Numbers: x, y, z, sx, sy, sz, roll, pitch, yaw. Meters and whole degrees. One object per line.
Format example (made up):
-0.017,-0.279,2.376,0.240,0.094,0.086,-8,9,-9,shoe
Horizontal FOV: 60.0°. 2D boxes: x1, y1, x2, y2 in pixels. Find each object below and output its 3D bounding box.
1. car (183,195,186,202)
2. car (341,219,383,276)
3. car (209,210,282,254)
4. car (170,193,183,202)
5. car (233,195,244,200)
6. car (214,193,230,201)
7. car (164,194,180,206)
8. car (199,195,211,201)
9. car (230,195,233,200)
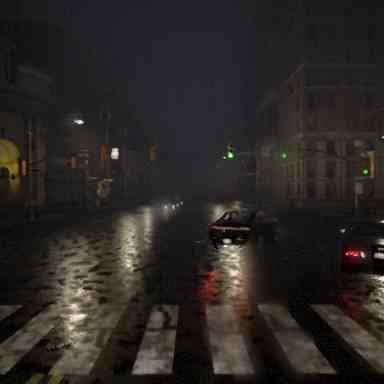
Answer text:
-2.583,1.434,75.689,1.882,1.535,5.008,0,0,10,car
5.561,1.542,10.034,2.033,1.411,5.357,0,0,27,car
2.334,1.484,13.698,2.128,1.511,4.902,0,0,27,car
-3.512,1.183,65.540,2.150,2.045,5.566,0,0,0,car
12.557,1.426,91.958,1.882,1.535,5.008,0,0,41,car
7.166,1.308,83.256,2.097,1.767,4.553,0,0,25,car
-3.510,1.515,55.402,2.033,1.411,5.357,0,0,0,car
3.263,1.477,83.051,1.812,1.442,4.674,0,0,22,car
8.216,1.161,92.043,2.150,2.045,5.566,0,0,38,car
